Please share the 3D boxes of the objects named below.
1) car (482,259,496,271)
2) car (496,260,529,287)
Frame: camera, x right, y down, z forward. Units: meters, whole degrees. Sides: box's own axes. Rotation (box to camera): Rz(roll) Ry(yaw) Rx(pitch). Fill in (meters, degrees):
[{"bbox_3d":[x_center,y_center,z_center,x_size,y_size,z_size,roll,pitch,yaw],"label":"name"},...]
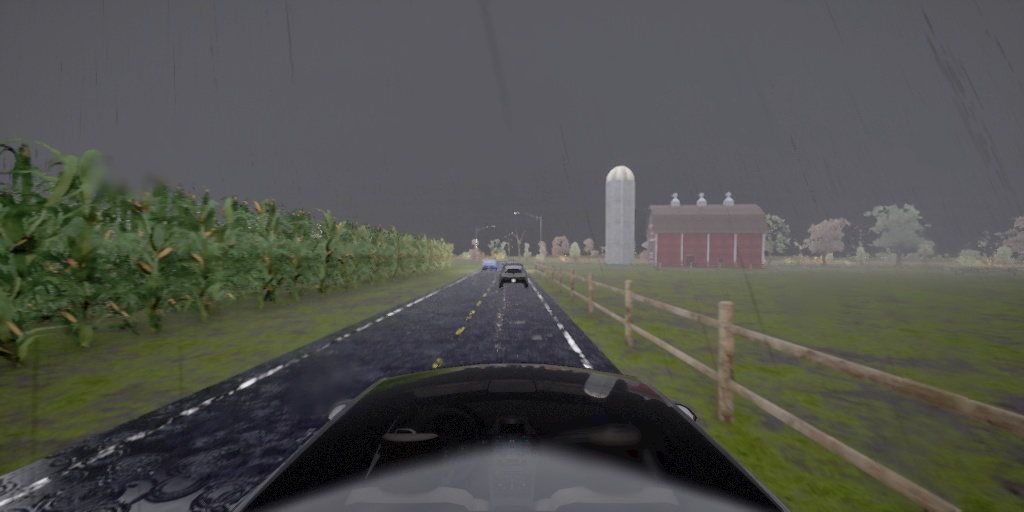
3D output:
[{"bbox_3d":[-2.889,1.186,47.867,1.882,1.535,5.008,0,0,0],"label":"car"},{"bbox_3d":[0.094,1.229,24.226,1.837,1.490,4.892,0,0,0],"label":"car"}]
